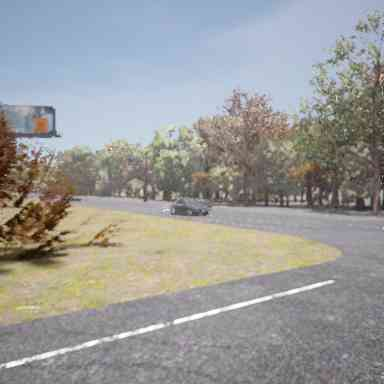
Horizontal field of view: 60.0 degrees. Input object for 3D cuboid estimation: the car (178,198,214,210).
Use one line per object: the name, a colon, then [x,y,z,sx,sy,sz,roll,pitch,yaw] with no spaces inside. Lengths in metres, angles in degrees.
car: [0.433,1.510,43.117,2.033,1.411,5.357,1,0,-34]

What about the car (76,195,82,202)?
car: [-23.453,1.242,66.917,2.033,1.411,5.357,0,0,-28]

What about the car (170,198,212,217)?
car: [-0.268,1.475,31.591,1.837,1.490,4.892,1,0,-34]
